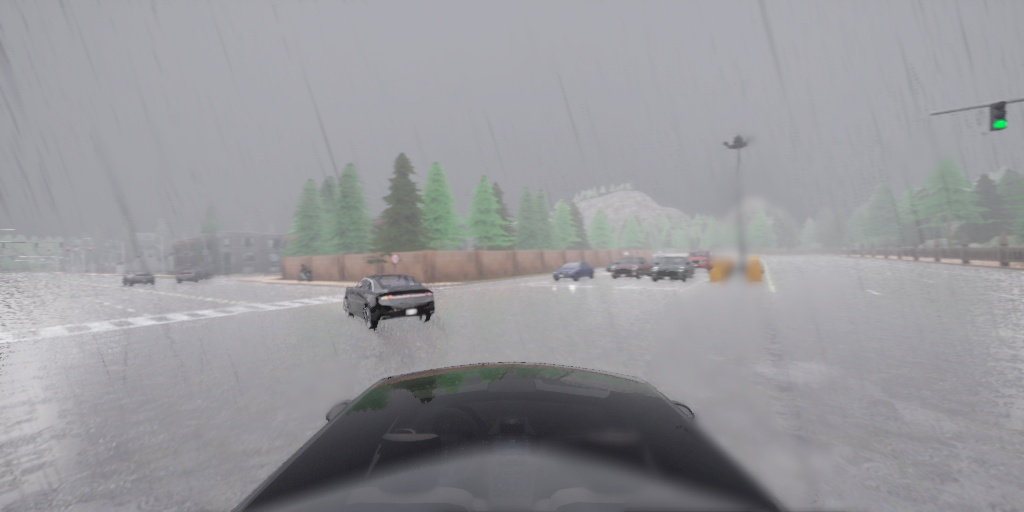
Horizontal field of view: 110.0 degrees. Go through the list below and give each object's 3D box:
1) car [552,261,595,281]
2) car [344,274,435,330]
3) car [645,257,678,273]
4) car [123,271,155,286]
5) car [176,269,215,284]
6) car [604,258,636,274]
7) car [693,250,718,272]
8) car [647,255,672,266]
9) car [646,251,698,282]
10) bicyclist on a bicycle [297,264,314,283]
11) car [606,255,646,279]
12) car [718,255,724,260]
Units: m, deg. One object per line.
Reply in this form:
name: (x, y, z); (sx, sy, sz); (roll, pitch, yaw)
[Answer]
car: (4.936, 1.135, 28.022); (1.812, 1.442, 4.674); (-2, 0, 36)
car: (-4.167, 1.356, 11.800); (2.128, 1.511, 4.902); (-1, 0, -36)
car: (15.529, 0.860, 37.114); (2.033, 1.411, 5.357); (-2, 0, 35)
car: (-39.392, 2.337, 37.846); (4.902, 1.511, 2.128); (-1, 0, 35)
car: (-35.808, 2.236, 40.623); (2.128, 1.511, 4.902); (-2, 0, -19)
car: (11.182, 0.998, 36.993); (1.994, 1.385, 4.181); (-2, 0, 35)
car: (18.315, 0.456, 35.007); (2.150, 2.045, 5.566); (-2, 0, 35)
car: (21.181, 0.645, 51.373); (2.128, 1.511, 4.902); (-2, 0, 35)
car: (11.047, 0.791, 24.518); (2.097, 1.767, 4.553); (-2, 0, 35)
bicyclist on a bicycle: (-18.358, 1.559, 31.859); (1.656, 1.620, 0.582); (-2, 0, 5)
car: (9.462, 0.835, 28.369); (2.097, 1.767, 4.553); (-2, 0, 35)
car: (27.183, 0.550, 47.741); (1.994, 1.385, 4.181); (-2, 0, 35)
